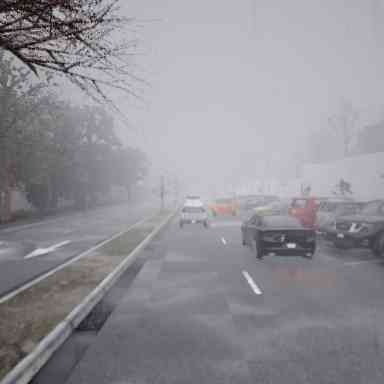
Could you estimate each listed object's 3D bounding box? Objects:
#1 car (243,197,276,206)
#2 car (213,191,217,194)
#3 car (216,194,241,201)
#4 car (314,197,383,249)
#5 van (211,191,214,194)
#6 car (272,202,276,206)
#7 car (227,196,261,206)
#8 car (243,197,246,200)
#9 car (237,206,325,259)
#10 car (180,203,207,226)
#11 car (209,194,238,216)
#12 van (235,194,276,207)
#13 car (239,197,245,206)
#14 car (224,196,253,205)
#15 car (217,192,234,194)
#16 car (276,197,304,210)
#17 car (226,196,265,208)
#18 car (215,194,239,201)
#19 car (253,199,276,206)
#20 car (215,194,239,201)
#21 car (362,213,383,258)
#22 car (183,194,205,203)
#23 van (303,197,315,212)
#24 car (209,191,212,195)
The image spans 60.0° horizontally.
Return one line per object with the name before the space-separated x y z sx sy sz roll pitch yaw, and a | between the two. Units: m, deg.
car | 7.897 1.572 30.998 5.366 1.575 1.946 1 0 -20
car | 8.096 1.021 69.863 5.566 2.045 2.435 1 0 -20
car | 8.073 1.256 72.829 5.008 1.535 2.097 1 1 -20
car | 8.048 1.294 13.146 5.566 2.045 2.435 1 0 -20
van | 7.960 0.979 84.717 4.442 1.987 1.878 1 0 -20
car | 8.066 1.617 22.113 4.674 1.452 2.002 1 0 -20
car | 8.094 1.451 51.970 4.792 1.488 2.163 1 0 -20
car | 8.095 1.600 34.067 4.792 1.488 2.163 1 0 -20
car | 3.100 1.533 12.838 1.882 1.535 5.008 0 0 0
car | 0.099 1.693 24.366 1.895 1.301 4.718 0 0 0
car | 3.099 1.430 33.810 2.097 1.767 4.553 0 0 0
van | 7.964 1.309 39.970 4.442 1.987 1.878 1 1 -20
car | 8.063 1.593 37.039 4.674 1.452 2.002 1 0 -20
car | 8.063 1.402 57.923 4.674 1.452 2.002 1 0 -20
car | 8.077 1.293 66.863 4.892 1.521 2.231 1 1 -20
car | 8.099 1.319 19.143 5.566 2.045 2.435 1 0 -20
car | 7.894 1.448 48.908 5.366 1.575 1.946 1 1 -20
car | 8.060 1.243 75.814 4.892 1.521 2.231 1 0 -20
car | 8.042 1.612 28.070 4.792 1.488 2.163 1 0 -20
car | 8.240 1.228 78.862 5.366 1.575 1.946 1 0 -20
car | 8.064 1.534 10.177 4.892 1.521 2.231 1 -1 -20
car | 0.103 1.263 40.131 2.150 2.045 5.566 0 0 0
van | 7.965 1.331 16.099 4.442 1.987 1.878 1 0 -20
car | 7.894 1.190 87.677 5.366 1.575 1.946 1 0 -20
